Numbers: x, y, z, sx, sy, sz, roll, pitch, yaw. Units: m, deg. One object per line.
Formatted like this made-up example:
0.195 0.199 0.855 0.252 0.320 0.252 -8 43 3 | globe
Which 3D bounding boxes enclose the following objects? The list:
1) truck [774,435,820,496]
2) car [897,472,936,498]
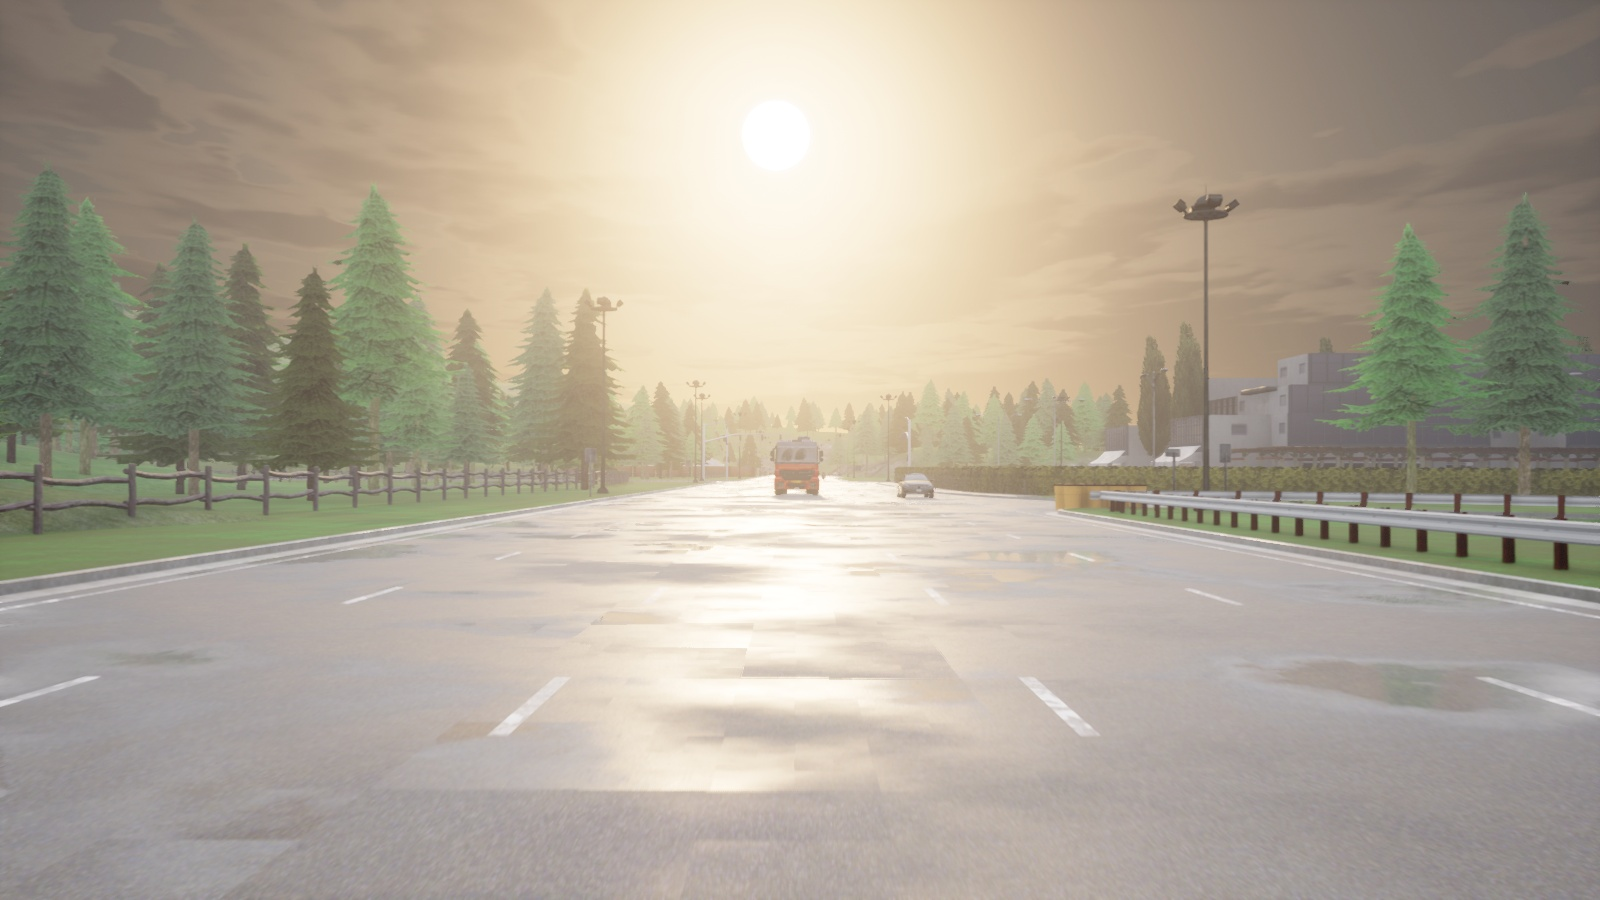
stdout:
-0.197 1.030 82.420 2.891 3.827 8.468 0 -1 0 | truck
6.833 2.054 74.162 1.812 1.442 4.674 0 -1 0 | car
